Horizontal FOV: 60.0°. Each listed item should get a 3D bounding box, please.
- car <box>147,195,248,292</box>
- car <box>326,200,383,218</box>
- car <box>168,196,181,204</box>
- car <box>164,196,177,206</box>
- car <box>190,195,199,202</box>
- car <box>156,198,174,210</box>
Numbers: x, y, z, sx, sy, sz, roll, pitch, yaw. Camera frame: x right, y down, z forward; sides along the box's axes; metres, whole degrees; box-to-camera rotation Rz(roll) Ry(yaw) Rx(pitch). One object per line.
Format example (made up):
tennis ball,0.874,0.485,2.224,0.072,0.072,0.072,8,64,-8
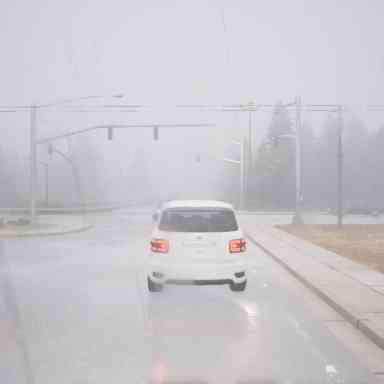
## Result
car,0.068,1.218,9.086,2.150,2.045,5.566,0,0,-2
car,14.941,1.518,30.488,4.902,1.511,2.128,0,0,1
car,-3.422,1.491,65.392,2.128,1.511,4.902,0,0,1
car,-3.556,1.505,55.126,1.837,1.490,4.892,0,0,0
car,0.593,1.525,81.687,2.128,1.511,4.902,0,0,2
car,-3.584,1.547,44.939,2.033,1.411,5.357,0,0,0
